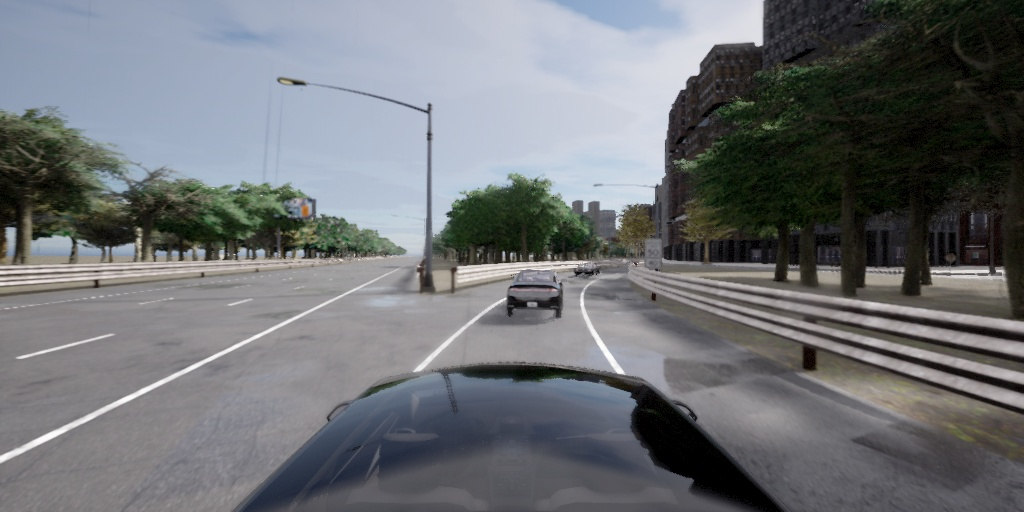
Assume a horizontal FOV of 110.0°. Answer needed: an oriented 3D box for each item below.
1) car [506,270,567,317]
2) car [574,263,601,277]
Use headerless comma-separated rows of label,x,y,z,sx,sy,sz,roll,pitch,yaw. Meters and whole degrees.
car,0.964,1.256,13.224,2.128,1.511,4.902,0,0,8
car,7.734,1.380,36.214,1.895,1.301,4.718,0,0,25
